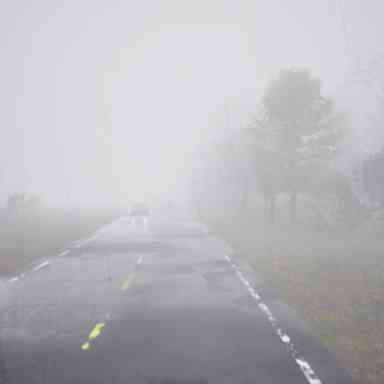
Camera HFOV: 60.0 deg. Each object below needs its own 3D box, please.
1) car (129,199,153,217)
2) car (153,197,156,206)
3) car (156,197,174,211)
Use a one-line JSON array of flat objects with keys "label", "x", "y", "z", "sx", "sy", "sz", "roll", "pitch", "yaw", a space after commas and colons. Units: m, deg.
[{"label": "car", "x": -5.204, "y": 1.725, "z": 33.517, "sx": 2.033, "sy": 1.411, "sz": 5.357, "roll": 0, "pitch": 0, "yaw": -7}, {"label": "car", "x": -5.954, "y": 1.648, "z": 57.402, "sx": 2.097, "sy": 1.767, "sz": 4.553, "roll": 0, "pitch": 0, "yaw": -8}, {"label": "car", "x": -3.406, "y": 1.731, "z": 43.631, "sx": 1.837, "sy": 1.490, "sz": 4.892, "roll": 0, "pitch": 0, "yaw": -9}]
